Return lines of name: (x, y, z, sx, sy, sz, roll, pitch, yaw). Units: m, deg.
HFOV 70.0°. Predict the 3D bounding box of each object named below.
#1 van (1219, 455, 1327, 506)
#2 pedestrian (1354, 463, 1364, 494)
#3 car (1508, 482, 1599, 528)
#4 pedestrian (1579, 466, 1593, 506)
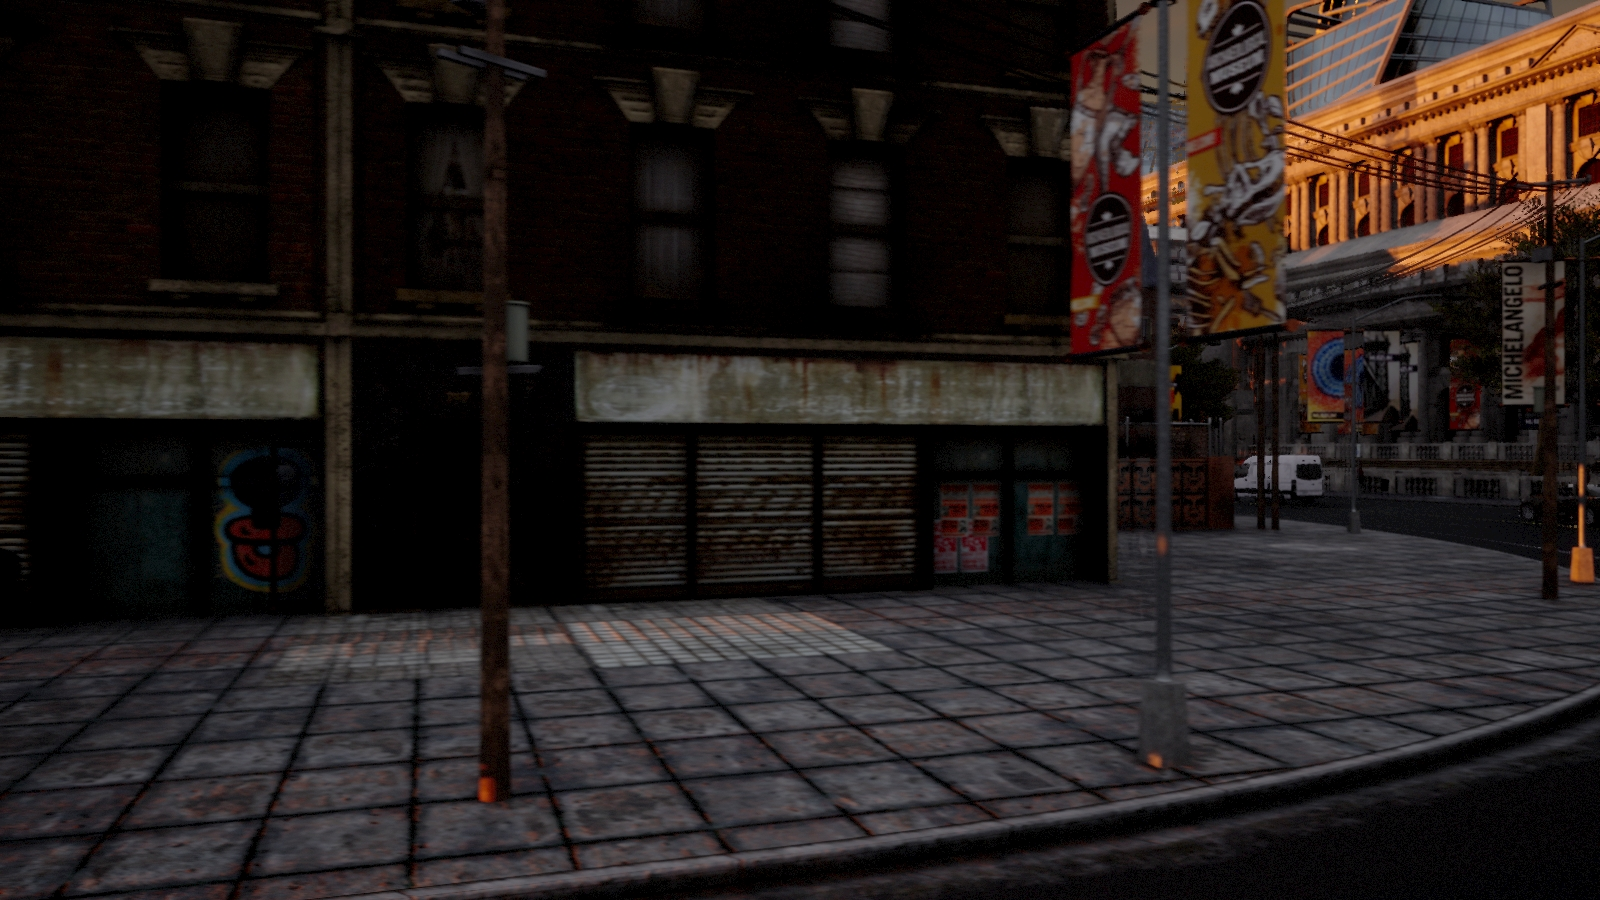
van: (25.102, 1.545, 60.950, 1.988, 2.561, 5.915, 0, 0, -17)
pedestrian: (33.749, 1.707, 69.006, 0.375, 1.860, 0.375, 0, 0, -8)
car: (29.509, 2.040, 43.138, 2.097, 1.535, 5.006, 0, 0, -5)
pedestrian: (37.174, 1.705, 54.019, 0.375, 1.860, 0.375, 0, 0, -14)
